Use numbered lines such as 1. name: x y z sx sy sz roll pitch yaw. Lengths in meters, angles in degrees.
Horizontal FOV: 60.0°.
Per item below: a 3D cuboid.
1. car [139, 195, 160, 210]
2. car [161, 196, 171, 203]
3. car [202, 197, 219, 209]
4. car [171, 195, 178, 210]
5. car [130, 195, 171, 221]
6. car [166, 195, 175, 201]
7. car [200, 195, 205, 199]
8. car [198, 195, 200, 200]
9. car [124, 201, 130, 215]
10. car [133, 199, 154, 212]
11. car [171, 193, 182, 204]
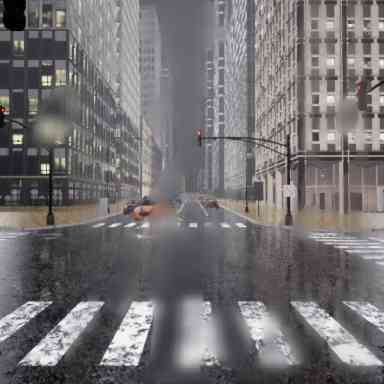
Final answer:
1. car: -5.680 1.332 44.943 2.192 1.841 5.009 1 0 0
2. car: -5.690 1.573 72.818 1.887 1.381 4.507 1 0 0
3. car: 2.694 1.599 45.006 1.802 1.307 4.206 1 0 0
4. car: -3.106 1.522 42.895 1.837 1.490 4.892 0 0 0
5. car: -3.259 1.362 27.006 2.097 1.767 4.553 0 0 3
6. car: -5.693 1.587 89.544 2.008 1.369 4.403 1 0 0
7. car: 2.694 1.547 56.332 1.752 1.417 4.829 1 0 0
8. car: 2.692 1.590 61.739 1.947 1.339 4.313 1 0 0
9. car: -5.680 1.453 33.792 1.967 1.590 4.097 1 0 0
10. car: -5.685 1.597 39.367 1.802 1.307 4.206 1 0 0
11. car: -3.035 1.249 62.188 2.150 2.045 5.566 0 0 0
